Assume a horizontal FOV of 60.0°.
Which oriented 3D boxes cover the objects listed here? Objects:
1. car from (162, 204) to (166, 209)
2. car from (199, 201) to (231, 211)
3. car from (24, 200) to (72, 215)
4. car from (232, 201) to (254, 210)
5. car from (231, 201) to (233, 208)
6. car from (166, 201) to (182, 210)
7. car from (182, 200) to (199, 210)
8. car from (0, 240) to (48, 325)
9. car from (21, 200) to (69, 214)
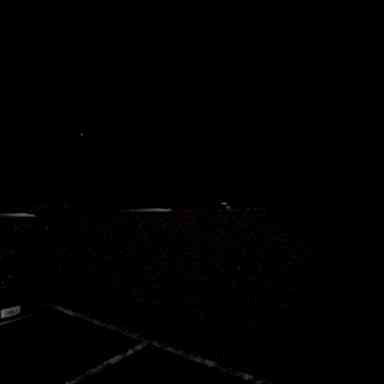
[{"bbox_3d":[-3.257,2.311,59.381,1.895,1.301,4.718,0,-1,36],"label":"car"},{"bbox_3d":[3.621,2.213,52.130,1.837,1.490,4.892,0,-1,36],"label":"car"},{"bbox_3d":[-15.612,1.763,36.930,1.812,1.442,4.674,0,-1,36],"label":"car"},{"bbox_3d":[9.661,2.469,60.538,1.994,1.385,4.181,0,-1,36],"label":"car"},{"bbox_3d":[7.031,2.386,62.448,2.128,1.511,4.902,0,-1,36],"label":"car"},{"bbox_3d":[-1.535,2.184,56.244,2.128,1.511,4.902,0,-1,37],"label":"car"},{"bbox_3d":[1.146,2.194,54.256,2.128,1.511,4.902,0,-1,37],"label":"car"},{"bbox_3d":[-4.417,1.512,6.159,4.403,1.369,2.008,0,0,36],"label":"car"},{"bbox_3d":[-17.517,1.755,39.863,1.837,1.490,4.892,0,-1,36],"label":"car"}]
